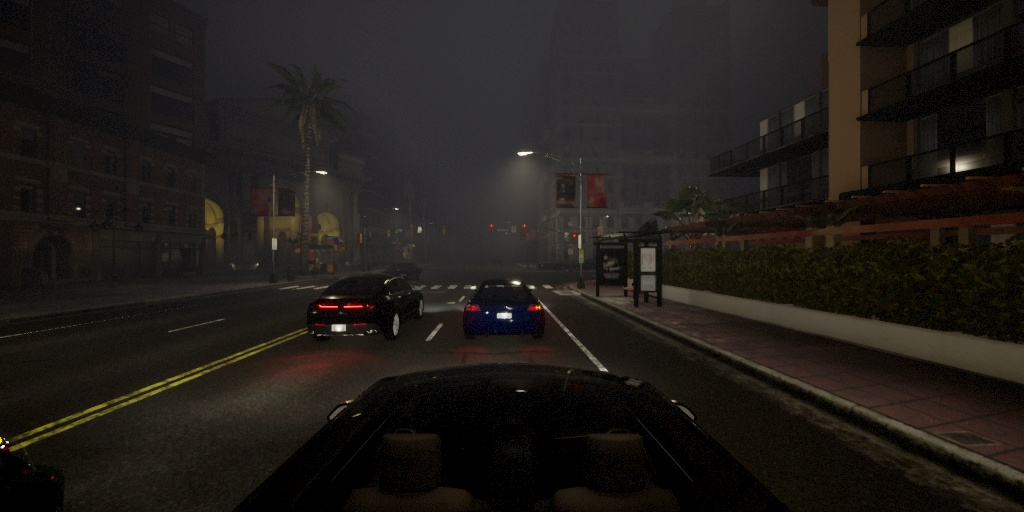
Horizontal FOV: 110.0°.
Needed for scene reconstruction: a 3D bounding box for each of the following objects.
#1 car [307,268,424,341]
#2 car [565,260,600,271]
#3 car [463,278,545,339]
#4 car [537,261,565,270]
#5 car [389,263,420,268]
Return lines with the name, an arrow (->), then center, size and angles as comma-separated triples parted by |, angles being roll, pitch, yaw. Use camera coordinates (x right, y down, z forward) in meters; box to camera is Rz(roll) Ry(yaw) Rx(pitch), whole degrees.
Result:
car -> -3.733, 1.255, 9.917 | 1.837, 1.490, 4.892 | 0, 0, -3
car -> 9.887, 1.244, 46.582 | 4.902, 1.511, 2.128 | 0, 0, -3
car -> -0.244, 1.314, 10.076 | 1.994, 1.385, 4.181 | 0, 0, -2
car -> 5.852, 1.353, 50.348 | 4.718, 1.301, 1.895 | 0, 0, 3
car -> -7.983, 1.229, 26.198 | 1.882, 1.535, 5.008 | 0, 0, 0
